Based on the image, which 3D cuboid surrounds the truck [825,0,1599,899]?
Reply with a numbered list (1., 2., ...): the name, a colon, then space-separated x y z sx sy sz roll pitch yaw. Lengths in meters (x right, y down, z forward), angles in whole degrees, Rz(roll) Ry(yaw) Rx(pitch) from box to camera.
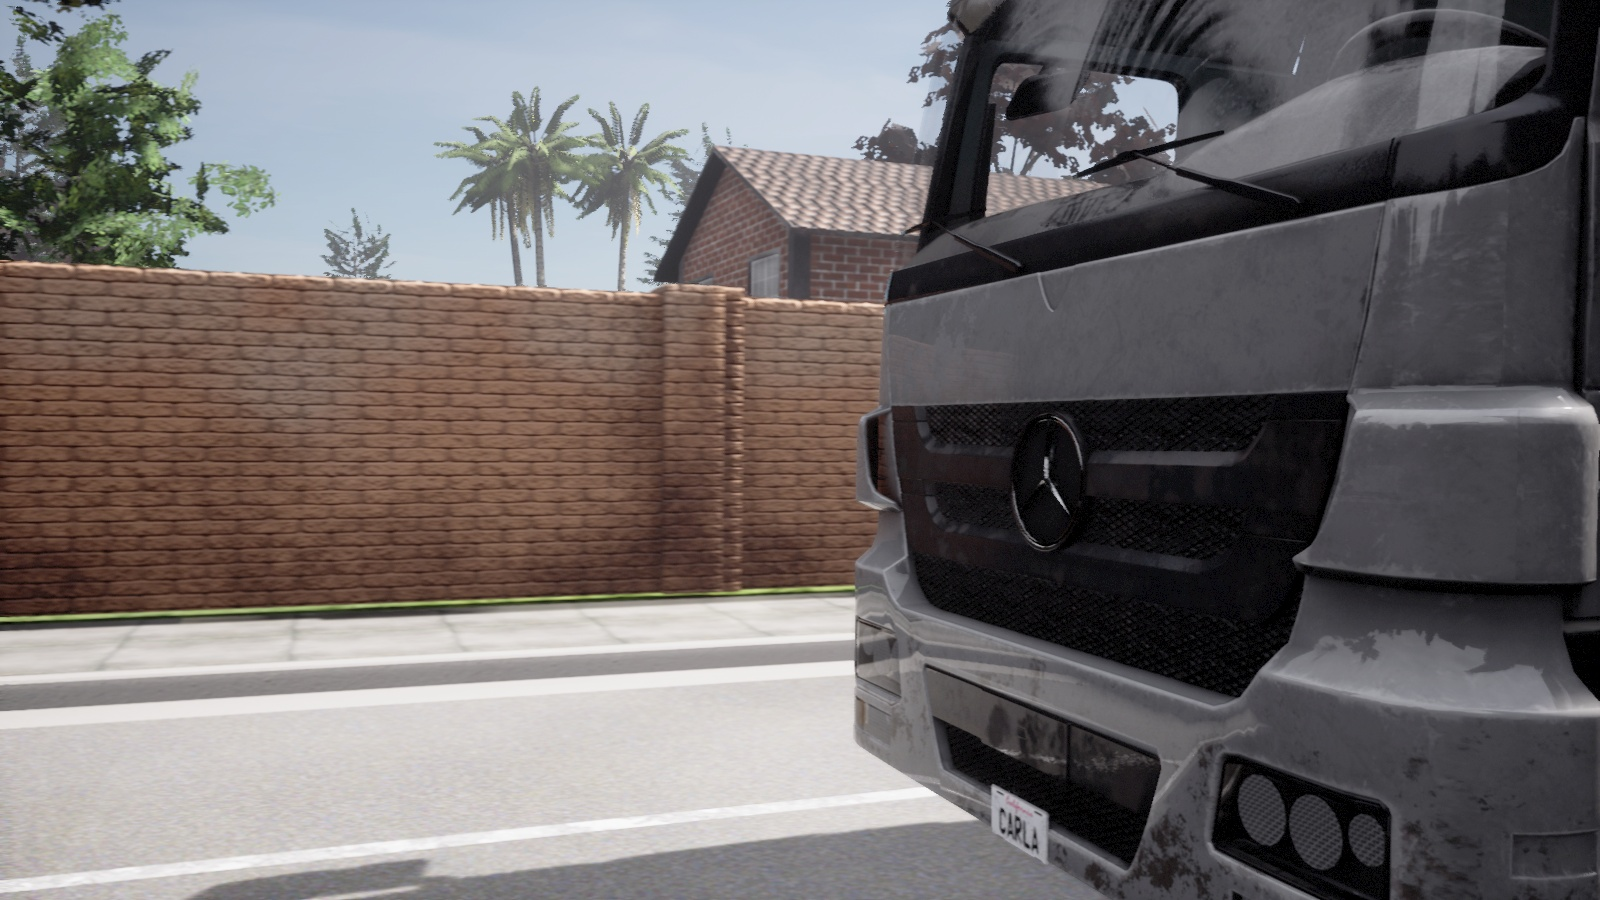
1. truck: 4.334 -0.310 4.870 7.936 3.462 2.891 -1 1 -21
